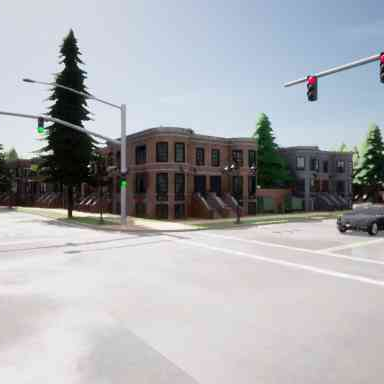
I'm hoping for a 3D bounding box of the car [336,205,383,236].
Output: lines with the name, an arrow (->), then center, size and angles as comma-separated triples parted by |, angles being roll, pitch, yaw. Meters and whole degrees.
car -> 10.052, 1.505, 18.728 | 4.892, 1.490, 1.837 | 0, 0, -37
